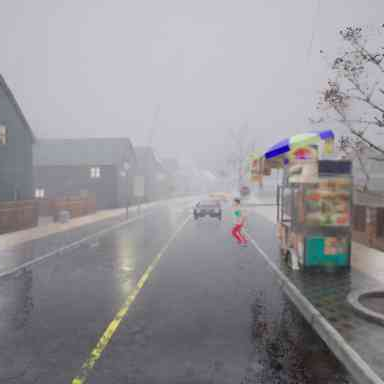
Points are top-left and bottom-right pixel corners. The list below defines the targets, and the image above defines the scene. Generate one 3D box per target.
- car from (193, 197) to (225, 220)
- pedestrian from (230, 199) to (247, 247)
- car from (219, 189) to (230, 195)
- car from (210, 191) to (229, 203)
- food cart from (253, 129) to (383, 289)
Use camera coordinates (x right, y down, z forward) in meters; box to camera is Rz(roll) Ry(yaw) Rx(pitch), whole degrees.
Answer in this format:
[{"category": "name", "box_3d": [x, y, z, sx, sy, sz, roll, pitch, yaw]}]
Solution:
[{"category": "car", "box_3d": [1.196, 1.240, 23.770, 1.895, 1.301, 4.718, 0, 1, 5]}, {"category": "pedestrian", "box_3d": [1.711, 1.107, 12.315, 0.375, 1.860, 0.375, -1, 2, 4]}, {"category": "car", "box_3d": [8.132, -0.046, 82.540, 1.895, 1.301, 4.718, 0, 1, 14]}, {"category": "car", "box_3d": [4.239, 0.734, 48.989, 1.882, 1.535, 5.008, 0, 1, 8]}, {"category": "food cart", "box_3d": [3.296, 0.318, 9.770, 2.280, 3.560, 4.660, 1, 2, 2]}]
